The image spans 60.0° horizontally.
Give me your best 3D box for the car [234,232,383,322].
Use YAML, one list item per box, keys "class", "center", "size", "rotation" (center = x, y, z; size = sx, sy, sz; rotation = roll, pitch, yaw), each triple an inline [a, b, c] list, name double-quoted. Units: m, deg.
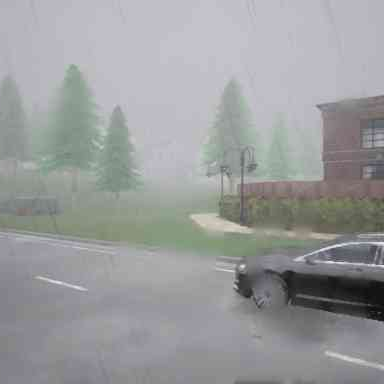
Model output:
- class: "car"
  center: [3.139, 1.492, 6.011]
  size: [4.902, 1.511, 2.128]
  rotation: [0, 0, 35]
